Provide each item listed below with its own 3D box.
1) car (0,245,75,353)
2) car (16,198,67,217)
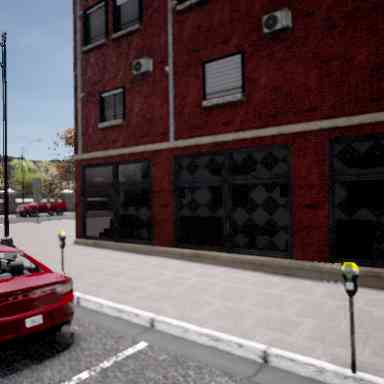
[{"bbox_3d":[-3.877,1.562,5.655,4.507,1.381,1.887,0,-1,36],"label":"car"},{"bbox_3d":[-15.346,1.571,34.273,2.192,1.841,5.009,-2,-1,36],"label":"car"}]
